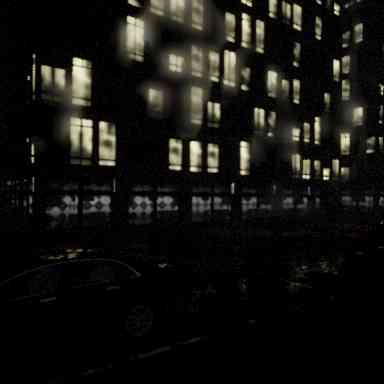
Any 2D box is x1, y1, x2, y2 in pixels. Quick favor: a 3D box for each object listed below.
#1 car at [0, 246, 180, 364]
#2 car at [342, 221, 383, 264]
[{"bbox_3d":[-2.264,1.560,4.943,4.403,1.369,2.008,1,0,-36],"label":"car"},{"bbox_3d":[7.000,1.668,11.559,4.507,1.381,1.887,1,0,-36],"label":"car"}]
